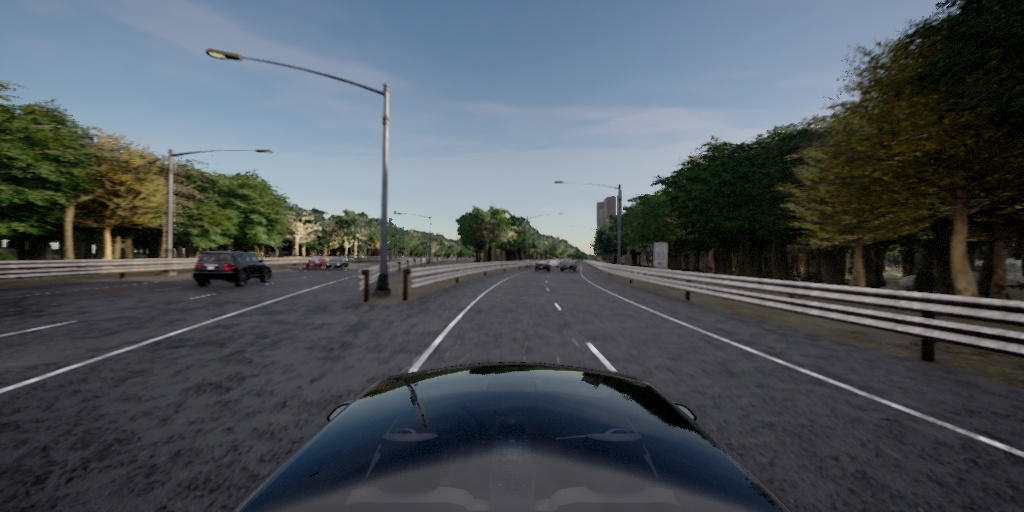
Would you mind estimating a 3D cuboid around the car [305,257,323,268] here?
[{"bbox_3d":[-26.337,0.923,48.653,1.812,1.442,4.674,1,0,-10],"label":"car"}]

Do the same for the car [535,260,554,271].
[{"bbox_3d":[4.406,1.346,50.754,1.882,1.535,5.008,1,0,11],"label":"car"}]

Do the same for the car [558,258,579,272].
[{"bbox_3d":[8.060,1.270,51.222,2.097,1.767,4.553,1,0,11],"label":"car"}]

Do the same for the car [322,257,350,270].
[{"bbox_3d":[-22.286,1.059,46.077,1.895,1.301,4.718,1,0,-11],"label":"car"}]

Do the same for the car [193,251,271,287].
[{"bbox_3d":[-17.125,0.743,22.252,2.150,2.045,5.566,1,0,-14],"label":"car"}]
